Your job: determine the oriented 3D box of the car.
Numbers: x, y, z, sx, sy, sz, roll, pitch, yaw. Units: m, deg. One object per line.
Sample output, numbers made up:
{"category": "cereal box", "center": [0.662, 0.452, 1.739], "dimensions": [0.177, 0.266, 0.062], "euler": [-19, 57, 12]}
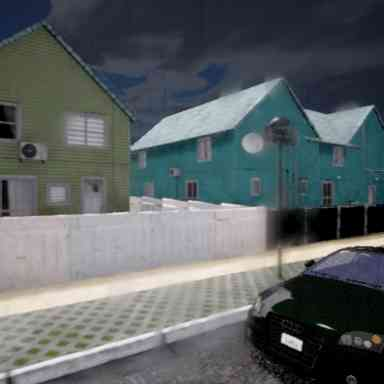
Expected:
{"category": "car", "center": [2.791, 1.577, 5.058], "dimensions": [4.181, 1.385, 1.994], "euler": [0, 0, -35]}
